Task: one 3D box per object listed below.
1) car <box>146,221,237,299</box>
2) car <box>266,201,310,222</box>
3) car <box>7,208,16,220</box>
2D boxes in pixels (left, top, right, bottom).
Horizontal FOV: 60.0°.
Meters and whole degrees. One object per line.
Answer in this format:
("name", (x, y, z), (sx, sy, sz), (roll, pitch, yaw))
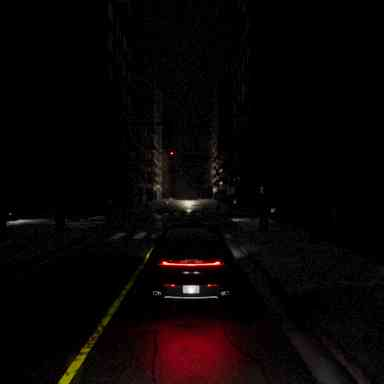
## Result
("car", (-0.016, 1.507, 8.412), (1.837, 1.490, 4.892), (0, 0, 0))
("car", (8.493, 1.536, 27.662), (4.553, 1.767, 2.097), (1, 0, 3))
("car", (-15.166, 1.388, 24.094), (4.181, 1.385, 1.994), (1, 0, -1))
